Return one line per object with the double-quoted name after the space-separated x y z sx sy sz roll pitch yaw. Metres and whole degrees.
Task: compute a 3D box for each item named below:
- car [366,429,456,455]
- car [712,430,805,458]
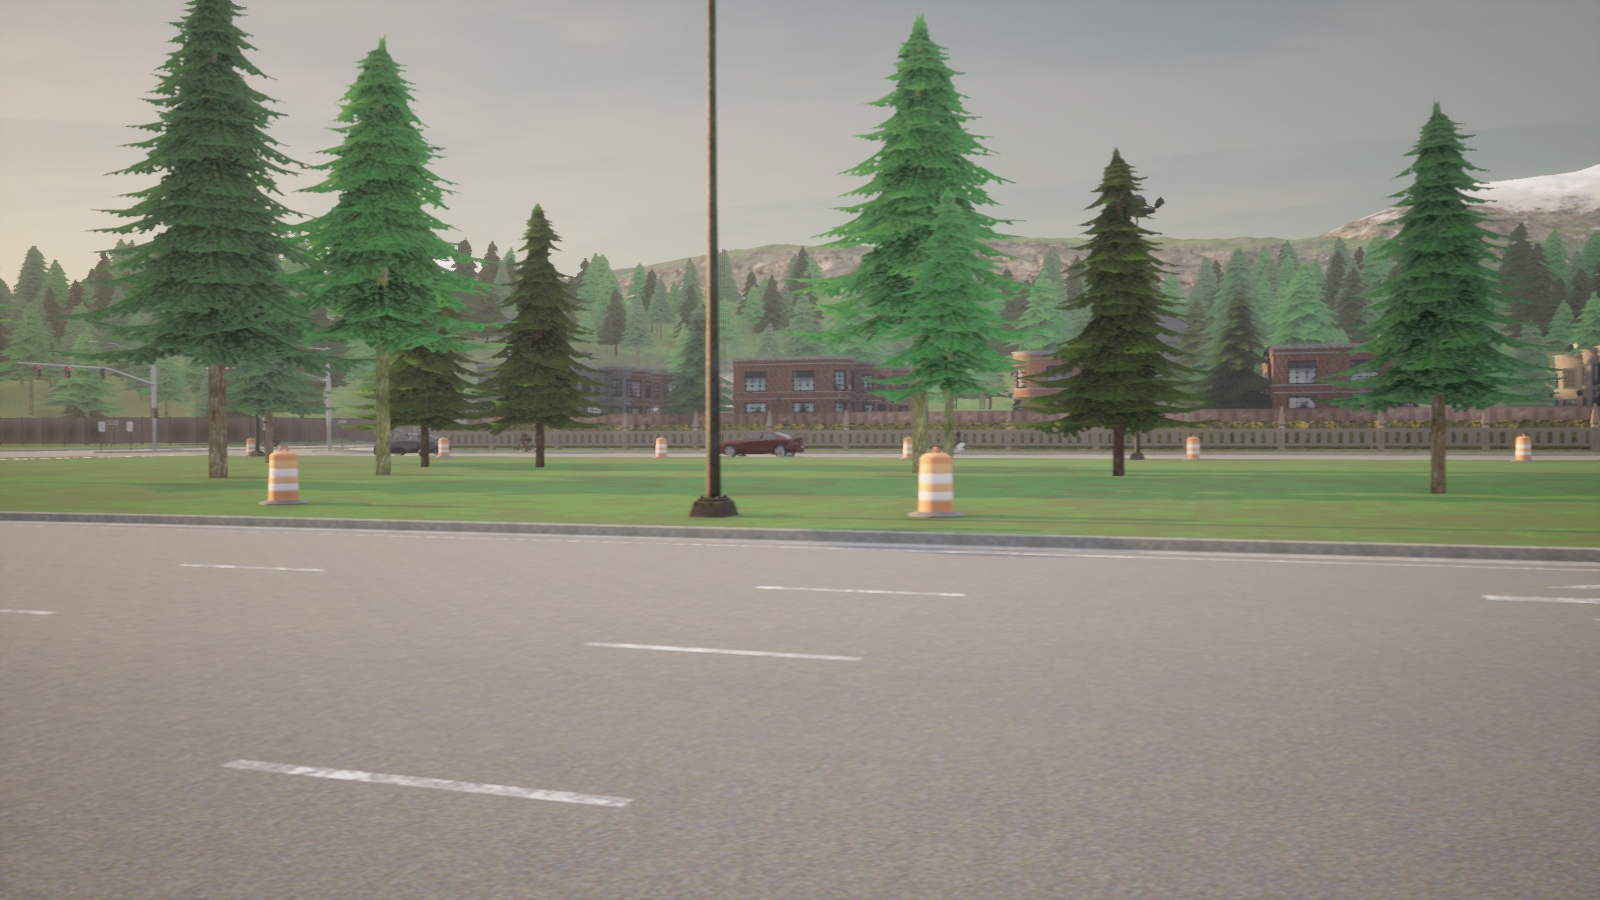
-23.500 -0.521 75.900 4.902 1.511 2.128 1 1 18 "car"
-2.384 -0.367 72.549 5.008 1.535 1.882 1 1 18 "car"
